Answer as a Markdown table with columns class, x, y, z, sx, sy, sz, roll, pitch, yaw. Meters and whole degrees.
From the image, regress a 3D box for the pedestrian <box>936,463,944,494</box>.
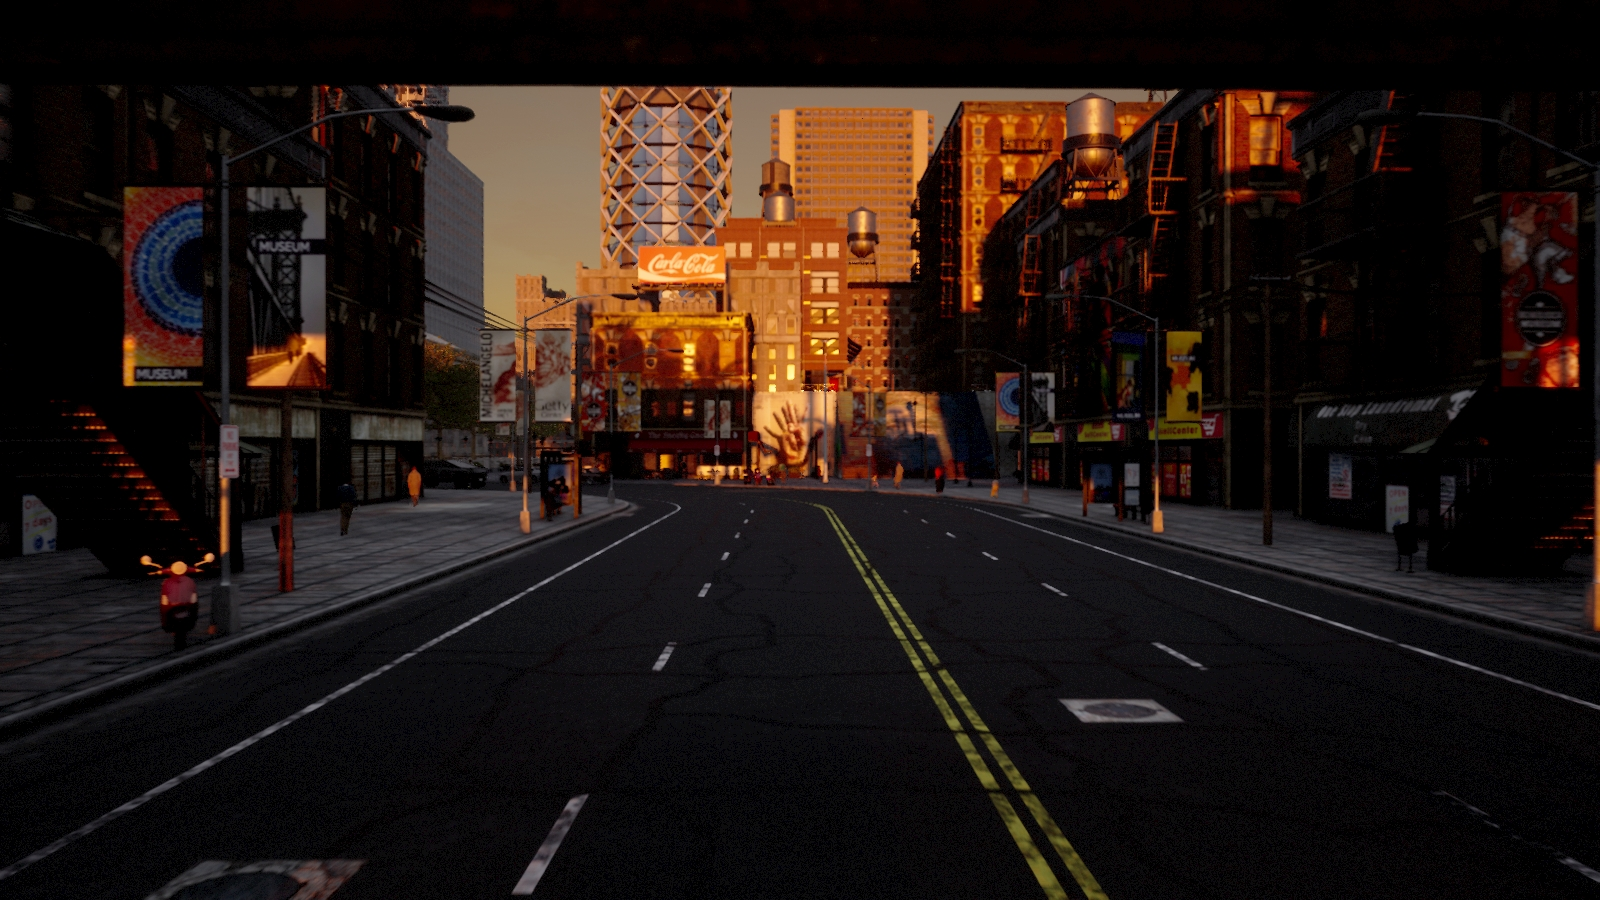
| class | x | y | z | sx | sy | sz | roll | pitch | yaw |
| --- | --- | --- | --- | --- | --- | --- | --- | --- | --- |
| pedestrian | 8.298 | 1.694 | 67.618 | 0.375 | 1.860 | 0.375 | 0 | 0 | -19 |

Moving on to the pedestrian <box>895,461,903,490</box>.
| class | x | y | z | sx | sy | sz | roll | pitch | yaw |
| --- | --- | --- | --- | --- | --- | --- | --- | --- | --- |
| pedestrian | 6.568 | 1.694 | 75.967 | 0.375 | 1.860 | 0.375 | 0 | 0 | -34 |

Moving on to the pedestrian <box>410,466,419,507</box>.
| class | x | y | z | sx | sy | sz | roll | pitch | yaw |
| --- | --- | --- | --- | --- | --- | --- | --- | --- | --- |
| pedestrian | -17.996 | 1.695 | 53.303 | 0.375 | 1.860 | 0.375 | 0 | 0 | -14 |

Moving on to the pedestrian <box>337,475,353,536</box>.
| class | x | y | z | sx | sy | sz | roll | pitch | yaw |
| --- | --- | --- | --- | --- | --- | --- | --- | --- | --- |
| pedestrian | -13.912 | 1.695 | 34.943 | 0.375 | 1.860 | 0.375 | 0 | 0 | -7 |

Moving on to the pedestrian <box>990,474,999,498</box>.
| class | x | y | z | sx | sy | sz | roll | pitch | yaw |
| --- | --- | --- | --- | --- | --- | --- | --- | --- | --- |
| pedestrian | 10.631 | 1.975 | 62.382 | 0.375 | 1.300 | 0.375 | 0 | 0 | -17 |
